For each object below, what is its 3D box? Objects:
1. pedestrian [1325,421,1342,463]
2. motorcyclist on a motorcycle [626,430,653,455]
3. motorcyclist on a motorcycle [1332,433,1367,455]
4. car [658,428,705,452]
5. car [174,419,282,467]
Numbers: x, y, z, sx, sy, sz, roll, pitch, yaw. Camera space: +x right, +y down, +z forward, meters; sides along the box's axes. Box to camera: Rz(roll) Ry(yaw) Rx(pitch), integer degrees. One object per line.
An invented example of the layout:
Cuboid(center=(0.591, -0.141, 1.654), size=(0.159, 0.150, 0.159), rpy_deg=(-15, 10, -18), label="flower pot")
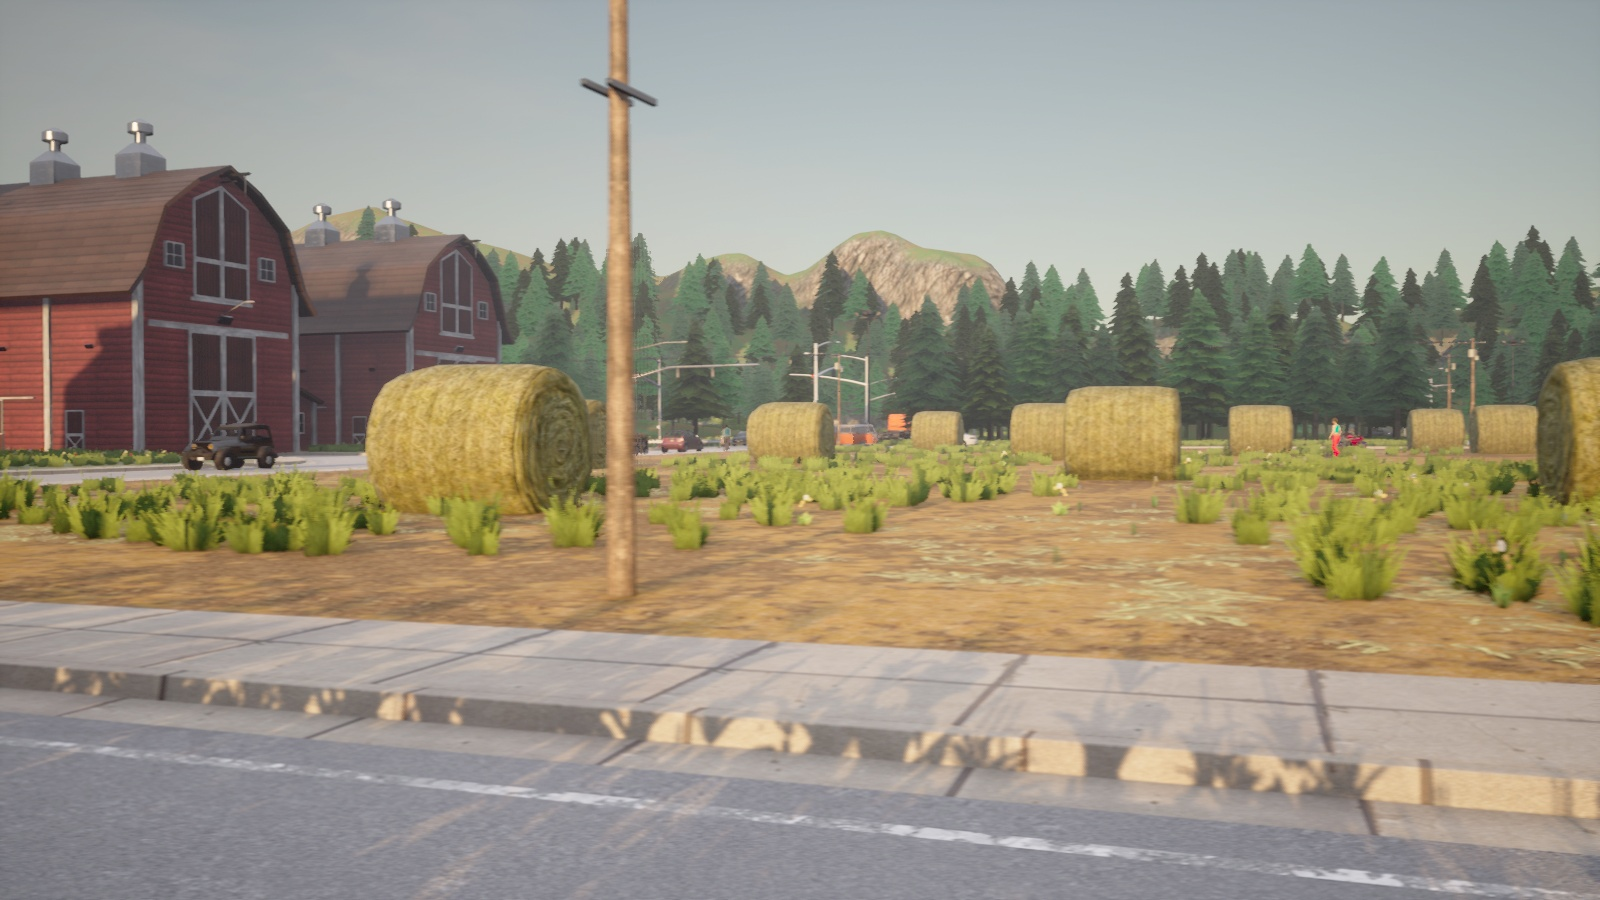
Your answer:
Cuboid(center=(23.574, -0.358, 55.478), size=(0.345, 1.836, 0.594), rpy_deg=(0, 1, -28), label="pedestrian")
Cuboid(center=(-10.230, -0.487, 80.169), size=(0.866, 1.530, 2.191), rpy_deg=(1, 1, 18), label="motorcyclist on a motorcycle")
Cuboid(center=(38.917, -0.417, 88.927), size=(2.191, 1.530, 0.866), rpy_deg=(1, 1, 19), label="motorcyclist on a motorcycle")
Cuboid(center=(-8.150, -0.725, 86.709), size=(1.851, 1.617, 3.988), rpy_deg=(1, 1, 18), label="car")
Cuboid(center=(-23.164, -0.308, 51.003), size=(1.905, 1.878, 3.866), rpy_deg=(1, 1, 18), label="car")
